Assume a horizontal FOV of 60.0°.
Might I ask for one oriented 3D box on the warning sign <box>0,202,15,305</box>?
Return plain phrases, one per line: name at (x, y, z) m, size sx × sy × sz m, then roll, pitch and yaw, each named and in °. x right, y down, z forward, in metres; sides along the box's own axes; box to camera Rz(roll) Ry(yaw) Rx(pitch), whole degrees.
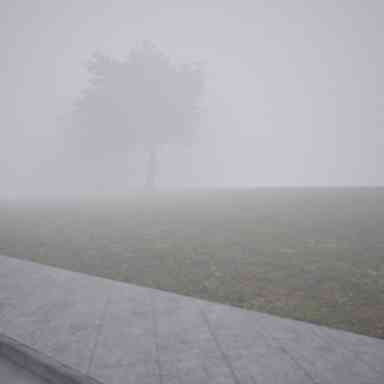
warning sign at (-4.164, 1.149, 6.014) m, size 1.060 × 1.860 × 1.300 m, roll -2°, pitch 0°, yaw 35°
